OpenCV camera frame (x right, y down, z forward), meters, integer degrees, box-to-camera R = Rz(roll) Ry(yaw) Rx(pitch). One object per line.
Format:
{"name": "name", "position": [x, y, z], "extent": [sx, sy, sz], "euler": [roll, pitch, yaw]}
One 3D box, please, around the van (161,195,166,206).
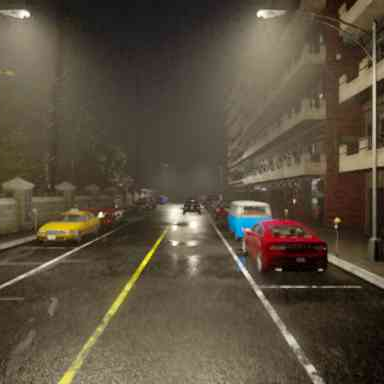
{"name": "van", "position": [-5.712, 1.360, 55.473], "extent": [1.690, 1.788, 3.998], "euler": [0, 0, 0]}

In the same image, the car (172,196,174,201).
{"name": "car", "position": [-5.727, 1.602, 89.084], "extent": [1.752, 1.417, 4.829], "euler": [0, 0, 0]}

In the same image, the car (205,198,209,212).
{"name": "car", "position": [2.678, 1.553, 32.956], "extent": [2.008, 1.369, 4.403], "euler": [0, 0, 0]}

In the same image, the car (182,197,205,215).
{"name": "car", "position": [-0.015, 1.550, 33.567], "extent": [2.033, 1.411, 5.357], "euler": [0, 0, 0]}

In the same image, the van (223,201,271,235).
{"name": "van", "position": [2.686, 1.338, 16.065], "extent": [1.690, 1.788, 3.998], "euler": [0, 0, 0]}

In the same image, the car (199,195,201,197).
{"name": "car", "position": [0.011, 1.518, 46.920], "extent": [1.837, 1.490, 4.892], "euler": [0, 1, 1]}

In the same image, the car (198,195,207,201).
{"name": "car", "position": [2.655, 1.507, 83.626], "extent": [1.967, 1.590, 4.097], "euler": [0, 0, 0]}

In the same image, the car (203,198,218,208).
{"name": "car", "position": [2.670, 1.564, 49.847], "extent": [2.008, 1.369, 4.403], "euler": [0, 0, 0]}

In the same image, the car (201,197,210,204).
{"name": "car", "position": [2.663, 1.617, 66.737], "extent": [1.802, 1.307, 4.206], "euler": [0, 0, 0]}

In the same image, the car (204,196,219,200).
{"name": "car", "position": [2.676, 1.550, 38.586], "extent": [1.887, 1.381, 4.507], "euler": [0, 0, 0]}

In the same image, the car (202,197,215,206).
{"name": "car", "position": [2.668, 1.564, 55.476], "extent": [1.887, 1.381, 4.507], "euler": [0, 0, 0]}

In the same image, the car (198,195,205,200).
{"name": "car", "position": [2.650, 1.655, 94.888], "extent": [1.947, 1.339, 4.313], "euler": [0, 0, 0]}

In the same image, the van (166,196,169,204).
{"name": "van", "position": [-5.714, 1.366, 61.102], "extent": [1.690, 1.788, 3.998], "euler": [0, 0, 0]}

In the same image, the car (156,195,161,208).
{"name": "car", "position": [-5.707, 1.448, 44.212], "extent": [1.967, 1.590, 4.097], "euler": [0, 0, 0]}

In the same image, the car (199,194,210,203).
{"name": "car", "position": [2.661, 1.360, 72.366], "extent": [2.192, 1.841, 5.009], "euler": [0, 0, 0]}

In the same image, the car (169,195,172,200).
{"name": "car", "position": [-5.717, 1.585, 66.732], "extent": [2.008, 1.369, 4.403], "euler": [0, 0, 0]}

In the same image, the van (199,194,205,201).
{"name": "van", "position": [2.653, 1.419, 89.258], "extent": [1.690, 1.788, 3.998], "euler": [0, 0, 0]}

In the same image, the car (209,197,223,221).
{"name": "car", "position": [2.681, 1.440, 27.326], "extent": [1.967, 1.590, 4.097], "euler": [0, 0, 0]}

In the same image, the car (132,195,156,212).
{"name": "car", "position": [-5.705, 1.444, 38.583], "extent": [1.967, 1.590, 4.097], "euler": [0, 0, 0]}

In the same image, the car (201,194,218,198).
{"name": "car", "position": [2.674, 1.324, 44.216], "extent": [2.192, 1.841, 5.009], "euler": [0, 0, 0]}

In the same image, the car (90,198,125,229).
{"name": "car", "position": [-5.697, 1.312, 21.692], "extent": [2.192, 1.841, 5.009], "euler": [0, 0, 0]}

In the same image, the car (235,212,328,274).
{"name": "car", "position": [2.688, 1.542, 10.435], "extent": [1.887, 1.381, 4.507], "euler": [0, 0, 0]}

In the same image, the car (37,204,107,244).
{"name": "car", "position": [-5.694, 1.521, 15.892], "extent": [1.752, 1.417, 4.829], "euler": [0, 0, 0]}
